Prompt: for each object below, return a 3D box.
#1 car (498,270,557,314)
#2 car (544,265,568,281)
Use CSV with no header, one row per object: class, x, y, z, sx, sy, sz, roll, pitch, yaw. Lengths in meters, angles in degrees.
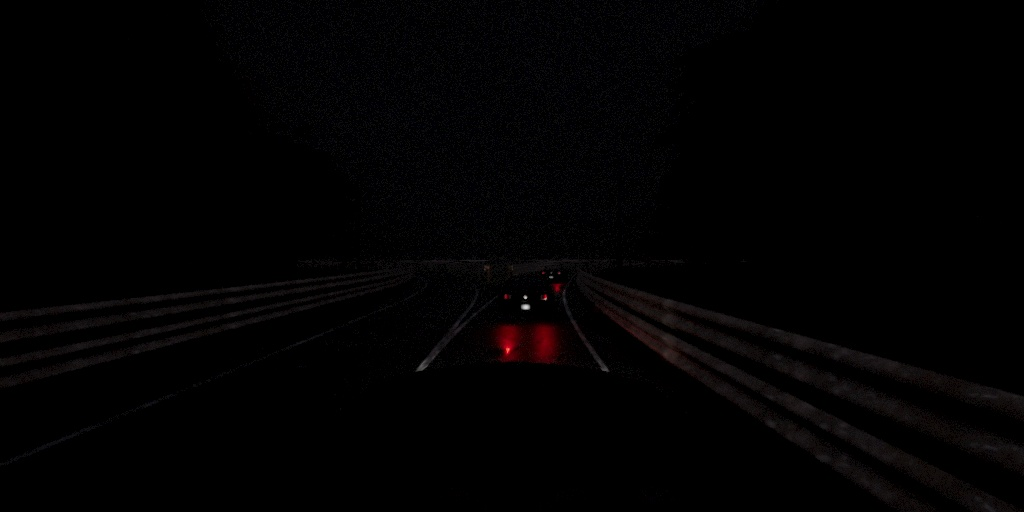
car,0.659,1.385,13.992,1.895,1.301,4.718,0,0,5
car,3.771,1.428,31.214,1.895,1.301,4.718,0,0,15
